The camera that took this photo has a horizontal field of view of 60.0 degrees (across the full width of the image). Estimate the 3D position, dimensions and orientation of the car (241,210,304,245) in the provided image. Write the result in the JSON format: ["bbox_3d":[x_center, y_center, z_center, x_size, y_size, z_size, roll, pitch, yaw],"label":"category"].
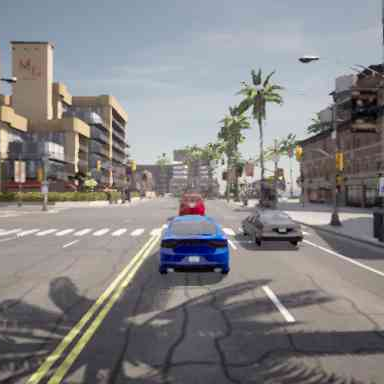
[{"bbox_3d":[3.548,1.553,15.575,2.033,1.411,5.357,0,0,0],"label":"car"}]

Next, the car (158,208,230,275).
[{"bbox_3d":[0.051,1.482,10.542,1.882,1.535,5.008,0,0,0],"label":"car"}]

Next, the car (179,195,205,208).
[{"bbox_3d":[0.001,1.234,29.325,2.150,2.045,5.566,0,0,0],"label":"car"}]
